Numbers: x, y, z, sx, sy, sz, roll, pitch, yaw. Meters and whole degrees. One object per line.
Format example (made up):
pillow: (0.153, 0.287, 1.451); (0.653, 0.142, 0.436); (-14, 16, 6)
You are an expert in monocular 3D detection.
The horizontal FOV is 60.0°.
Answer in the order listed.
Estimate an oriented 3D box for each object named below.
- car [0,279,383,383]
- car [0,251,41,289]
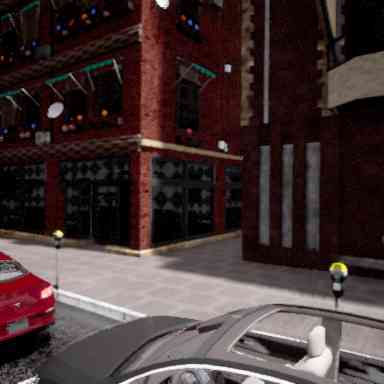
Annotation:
car: (0.582, 1.551, 2.295); (4.403, 1.369, 2.008); (0, 1, 35)
car: (-3.937, 1.580, 5.517); (4.206, 1.307, 1.802); (0, 1, 35)
